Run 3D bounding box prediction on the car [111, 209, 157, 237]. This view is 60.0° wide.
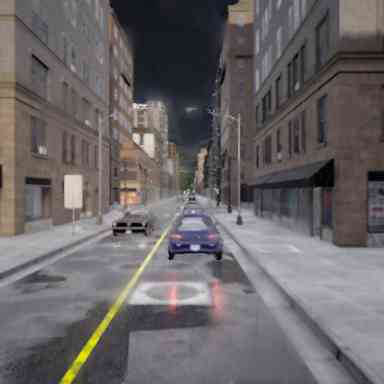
[{"bbox_3d":[-3.092,1.665,18.528,1.895,1.301,4.718,0,0,0],"label":"car"}]

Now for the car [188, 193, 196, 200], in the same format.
[{"bbox_3d":[-0.006,1.716,88.419,1.882,1.535,5.008,0,0,0],"label":"car"}]

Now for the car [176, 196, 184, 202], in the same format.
[{"bbox_3d":[-3.007,1.763,85.932,2.128,1.511,4.902,0,0,0],"label":"car"}]

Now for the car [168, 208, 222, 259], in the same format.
[{"bbox_3d":[0.100,1.570,12.655,1.812,1.442,4.674,0,0,0],"label":"car"}]

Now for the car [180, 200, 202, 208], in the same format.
[{"bbox_3d":[0.080,1.642,28.385,2.033,1.411,5.357,0,0,-1],"label":"car"}]
